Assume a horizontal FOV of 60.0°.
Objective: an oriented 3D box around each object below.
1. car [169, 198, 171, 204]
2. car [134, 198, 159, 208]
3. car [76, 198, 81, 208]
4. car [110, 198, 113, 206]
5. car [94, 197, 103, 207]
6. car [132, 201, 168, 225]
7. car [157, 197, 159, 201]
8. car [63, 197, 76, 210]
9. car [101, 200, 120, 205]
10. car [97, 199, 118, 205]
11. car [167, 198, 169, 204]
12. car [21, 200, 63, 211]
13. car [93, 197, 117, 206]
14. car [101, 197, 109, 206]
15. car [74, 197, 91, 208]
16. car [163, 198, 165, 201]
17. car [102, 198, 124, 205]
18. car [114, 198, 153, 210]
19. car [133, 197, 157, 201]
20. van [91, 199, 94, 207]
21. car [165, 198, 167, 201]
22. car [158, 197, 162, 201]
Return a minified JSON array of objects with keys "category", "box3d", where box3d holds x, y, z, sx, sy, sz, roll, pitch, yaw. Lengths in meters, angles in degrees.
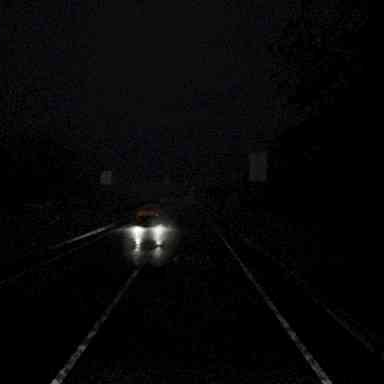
[{"category":"car","box3d":[-8.901,2.765,89.937,5.008,1.535,2.097,0,-1,0]},{"category":"car","box3d":[-8.836,2.117,64.714,4.553,1.767,2.185,0,-1,0]},{"category":"car","box3d":[-21.947,2.130,56.296,4.674,1.452,2.002,0,-1,0]},{"category":"car","box3d":[-21.937,2.554,78.569,4.792,1.488,2.163,0,-1,0]},{"category":"car","box3d":[-21.951,2.395,70.214,4.674,1.452,2.002,0,-1,0]},{"category":"car","box3d":[-3.259,1.756,26.893,1.882,1.535,5.008,0,-1,0]},{"category":"car","box3d":[-8.871,2.138,59.106,4.892,1.521,2.231,0,-1,0]},{"category":"car","box3d":[-21.950,2.044,53.510,5.008,1.535,2.097,0,-1,0]},{"category":"car","box3d":[-21.983,2.798,89.582,4.674,1.452,2.002,0,-1,0]},{"category":"car","box3d":[-21.976,2.700,86.923,5.008,1.535,2.097,0,-1,0]},{"category":"car","box3d":[-8.916,2.275,78.732,5.566,2.045,2.435,0,-1,0]},{"category":"car","box3d":[-21.941,1.964,47.942,5.008,1.535,2.097,0,-1,0]},{"category":"car","box3d":[-21.948,2.388,84.142,5.566,2.045,2.435,0,-1,0]},{"category":"car","box3d":[-21.772,2.409,73.000,5.366,1.575,1.946,0,-1,0]},{"category":"car","box3d":[-21.915,2.064,61.867,4.553,1.767,2.185,0,-1,0]},{"category":"car","box3d":[-8.868,2.358,70.318,4.892,1.521,2.231,0,-1,0]},{"category":"car","box3d":[-21.962,2.574,92.496,5.566,2.045,2.435,0,-1,0]},{"category":"car","box3d":[-8.860,2.003,50.702,4.892,1.521,2.231,0,-1,0]},{"category":"car","box3d":[-8.893,1.793,53.507,5.566,2.045,2.435,0,-1,0]},{"category":"van","box3d":[-22.064,2.016,64.648,4.442,1.987,1.878,0,-1,0]},{"category":"car","box3d":[-8.877,2.470,75.923,5.008,1.535,2.097,0,-1,0]},{"category":"car","box3d":[-8.895,1.938,61.916,5.566,2.045,2.435,0,-1,0]}]
